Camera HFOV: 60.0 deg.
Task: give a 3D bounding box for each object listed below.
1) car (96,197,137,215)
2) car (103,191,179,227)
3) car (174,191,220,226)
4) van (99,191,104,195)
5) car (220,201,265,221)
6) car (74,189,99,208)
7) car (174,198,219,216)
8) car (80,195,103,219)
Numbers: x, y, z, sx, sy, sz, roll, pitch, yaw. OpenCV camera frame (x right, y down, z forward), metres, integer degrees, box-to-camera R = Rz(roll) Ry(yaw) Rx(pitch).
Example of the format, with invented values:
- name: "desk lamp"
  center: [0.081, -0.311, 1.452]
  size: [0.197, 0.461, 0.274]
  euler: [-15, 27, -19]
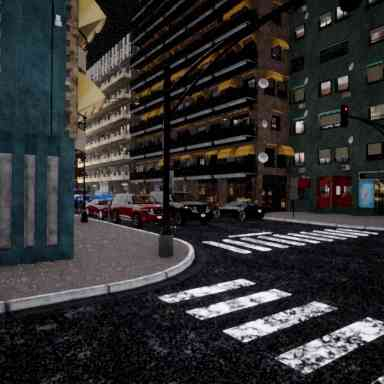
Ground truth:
- name: "car"
  center: [-6.798, 1.201, 29.591]
  size: [1.895, 1.301, 4.718]
  euler: [1, 0, -36]
- name: "car"
  center: [-3.250, 1.034, 20.278]
  size: [2.192, 1.841, 5.009]
  euler: [2, 0, -36]
- name: "car"
  center: [-0.977, 0.966, 21.527]
  size: [2.150, 2.045, 5.566]
  euler: [1, 0, -36]
- name: "van"
  center: [-12.736, 0.726, 47.735]
  size: [1.690, 1.788, 3.998]
  euler: [2, 0, -36]
- name: "car"
  center: [3.561, 1.353, 25.150]
  size: [1.947, 1.339, 4.313]
  euler: [2, 0, -36]
- name: "car"
  center: [-12.951, 0.670, 38.145]
  size: [2.150, 2.045, 5.566]
  euler: [1, 0, -35]
- name: "car"
  center: [0.300, 1.289, 29.667]
  size: [1.802, 1.307, 4.206]
  euler: [2, 0, -36]
- name: "car"
  center: [-6.517, 1.183, 24.794]
  size: [1.887, 1.381, 4.507]
  euler: [2, 0, -36]
